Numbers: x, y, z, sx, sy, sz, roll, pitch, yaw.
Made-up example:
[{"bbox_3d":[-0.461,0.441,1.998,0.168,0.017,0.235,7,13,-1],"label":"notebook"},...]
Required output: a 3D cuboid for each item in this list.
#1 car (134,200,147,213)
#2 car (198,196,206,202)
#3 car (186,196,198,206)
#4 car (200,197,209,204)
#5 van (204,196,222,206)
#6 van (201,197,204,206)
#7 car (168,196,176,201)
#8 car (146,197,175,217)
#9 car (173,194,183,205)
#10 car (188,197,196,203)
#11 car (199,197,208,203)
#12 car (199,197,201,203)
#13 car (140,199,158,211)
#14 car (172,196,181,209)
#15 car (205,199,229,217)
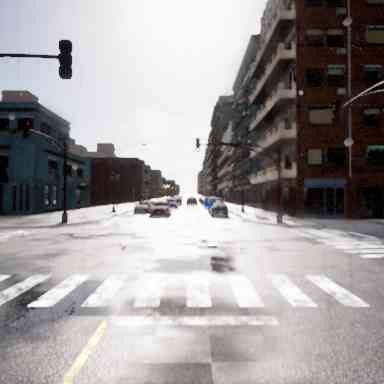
[{"bbox_3d":[-5.681,1.763,38.924,1.802,1.307,4.206,1,0,0],"label":"car"},{"bbox_3d":[2.699,1.913,89.188,1.887,1.381,4.507,1,0,0],"label":"car"},{"bbox_3d":[-0.002,1.632,63.252,2.097,1.767,4.553,0,0,0],"label":"car"},{"bbox_3d":[2.699,1.879,72.445,1.947,1.339,4.313,1,0,0],"label":"car"},{"bbox_3d":[2.703,1.523,38.961,1.690,1.788,3.998,1,0,0],"label":"van"},{"bbox_3d":[2.703,1.570,50.123,1.690,1.788,3.998,1,0,0],"label":"van"},{"bbox_3d":[-5.682,1.951,94.726,1.947,1.339,4.313,1,0,0],"label":"car"},{"bbox_3d":[-3.089,1.636,33.433,1.882,1.535,5.008,0,0,0],"label":"car"},{"bbox_3d":[-3.003,1.513,65.982,2.150,2.045,5.566,0,0,0],"label":"car"},{"bbox_3d":[-0.004,1.744,73.320,1.895,1.301,4.718,0,0,0],"label":"car"},{"bbox_3d":[2.699,1.898,78.025,1.947,1.339,4.313,1,0,0],"label":"car"},{"bbox_3d":[2.700,1.798,61.453,1.752,1.417,4.829,1,0,0],"label":"car"},{"bbox_3d":[-5.680,1.750,44.505,1.887,1.381,4.507,1,0,0],"label":"car"},{"bbox_3d":[-3.062,1.701,49.035,1.882,1.535,5.008,0,0,0],"label":"car"},{"bbox_3d":[2.701,1.709,33.380,2.008,1.369,4.403,1,0,0],"label":"car"}]
